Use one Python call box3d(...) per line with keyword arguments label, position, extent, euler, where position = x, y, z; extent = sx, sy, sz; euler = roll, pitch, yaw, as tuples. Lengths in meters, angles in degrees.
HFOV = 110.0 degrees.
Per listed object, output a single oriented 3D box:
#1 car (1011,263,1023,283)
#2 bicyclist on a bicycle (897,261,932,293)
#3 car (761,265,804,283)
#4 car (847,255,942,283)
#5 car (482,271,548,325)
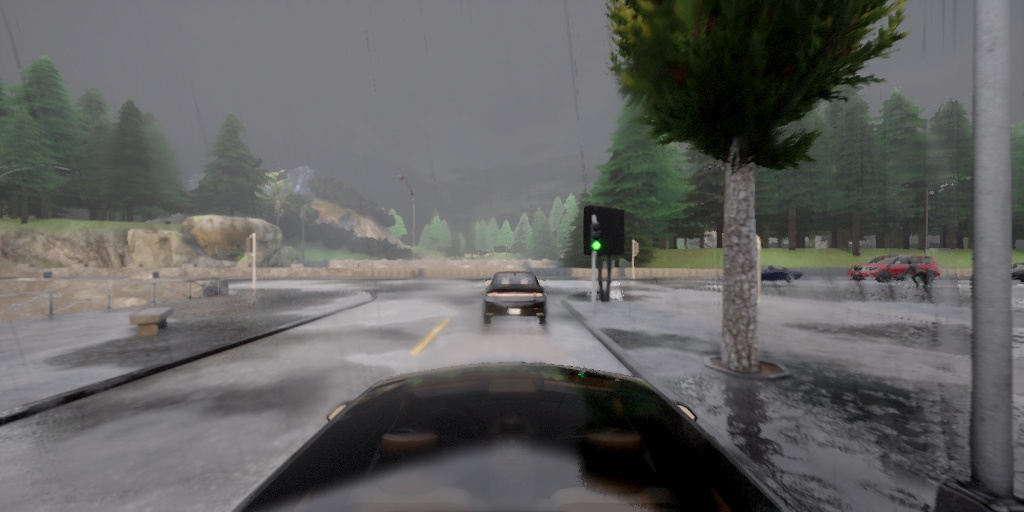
box3d(label="car", position=(39.294, 1.208, 27.108), extent=(5.008, 1.535, 1.882), euler=(0, 0, 0))
box3d(label="bicyclist on a bicycle", position=(20.978, 1.082, 18.734), extent=(0.582, 1.620, 1.656), euler=(-1, 0, 0))
box3d(label="car", position=(19.048, 1.333, 27.138), extent=(4.718, 1.301, 1.895), euler=(0, 0, 0))
box3d(label="car", position=(28.844, 0.953, 27.129), extent=(5.566, 2.045, 2.150), euler=(0, 0, 0))
box3d(label="car", position=(0.101, 1.235, 11.769), extent=(2.128, 1.511, 4.902), euler=(0, 0, 1))
